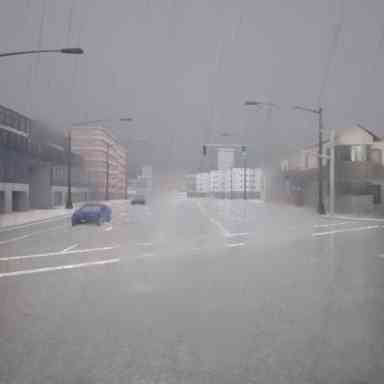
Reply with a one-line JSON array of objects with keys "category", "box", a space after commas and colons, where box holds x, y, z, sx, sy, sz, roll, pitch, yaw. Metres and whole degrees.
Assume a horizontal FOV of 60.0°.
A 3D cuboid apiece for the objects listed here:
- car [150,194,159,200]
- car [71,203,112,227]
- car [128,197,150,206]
[{"category": "car", "box": [-8.416, 1.136, 74.331, 2.033, 1.411, 5.357, 0, -1, -2]}, {"category": "car", "box": [-7.003, 1.552, 23.601, 1.882, 1.535, 5.008, 0, 0, -2]}, {"category": "car", "box": [-7.696, 1.340, 48.541, 1.895, 1.301, 4.718, 0, 1, -2]}]
